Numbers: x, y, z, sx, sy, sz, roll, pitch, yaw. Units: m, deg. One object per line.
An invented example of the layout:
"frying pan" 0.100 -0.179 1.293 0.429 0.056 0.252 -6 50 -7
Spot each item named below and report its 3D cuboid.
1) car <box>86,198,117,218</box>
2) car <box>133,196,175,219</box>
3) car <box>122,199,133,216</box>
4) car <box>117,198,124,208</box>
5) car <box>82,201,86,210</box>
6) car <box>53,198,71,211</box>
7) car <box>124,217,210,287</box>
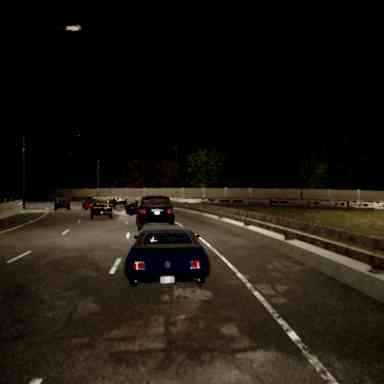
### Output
"car" -8.223 1.527 30.186 2.128 1.511 4.902 0 0 -16
"car" -2.416 1.246 21.009 2.150 2.045 5.566 0 0 -11
"car" -5.516 1.600 33.188 1.994 1.385 4.181 0 0 -18
"car" -9.925 1.542 44.718 2.128 1.511 4.902 0 0 -23
"car" -13.201 1.615 43.495 1.994 1.385 4.181 0 0 -24
"car" -16.753 1.545 42.897 2.128 1.511 4.902 0 0 -23
"car" -0.701 1.611 9.408 1.895 1.301 4.718 0 0 -5
